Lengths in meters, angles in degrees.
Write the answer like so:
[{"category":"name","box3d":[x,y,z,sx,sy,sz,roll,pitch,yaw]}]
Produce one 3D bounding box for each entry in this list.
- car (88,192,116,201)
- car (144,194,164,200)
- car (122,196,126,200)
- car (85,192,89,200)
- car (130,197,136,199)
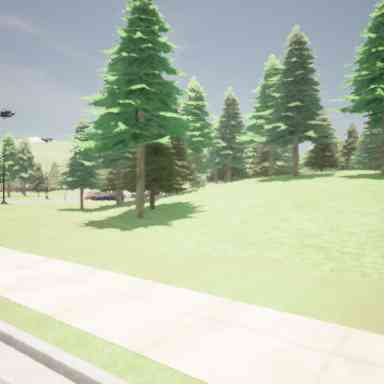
[{"category":"car","box3d":[-15.686,1.029,60.009,1.895,1.301,4.718,1,0,36]},{"category":"car","box3d":[-9.217,0.857,74.798,1.882,1.535,5.008,1,0,36]},{"category":"car","box3d":[-15.384,0.741,66.294,2.097,1.767,4.553,1,1,37]},{"category":"car","box3d":[-19.187,0.696,67.079,2.097,1.767,4.553,1,0,36]},{"category":"car","box3d":[-12.060,0.692,76.837,2.097,1.767,4.553,1,0,36]}]
